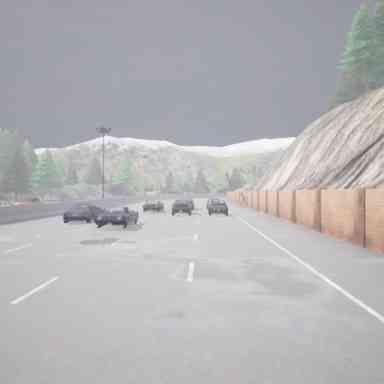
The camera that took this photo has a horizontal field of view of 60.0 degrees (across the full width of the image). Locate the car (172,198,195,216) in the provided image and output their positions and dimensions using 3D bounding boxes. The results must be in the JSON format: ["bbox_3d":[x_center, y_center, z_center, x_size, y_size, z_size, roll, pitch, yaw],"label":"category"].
[{"bbox_3d":[-0.970,1.503,33.034,1.837,1.490,4.892,0,0,1],"label":"car"}]

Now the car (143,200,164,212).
[{"bbox_3d":[-4.319,1.598,38.067,1.895,1.301,4.718,0,0,2],"label":"car"}]

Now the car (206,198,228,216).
[{"bbox_3d":[2.524,1.490,32.784,2.128,1.511,4.902,0,0,2],"label":"car"}]

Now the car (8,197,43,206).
[{"bbox_3d":[-18.456,1.413,37.052,2.097,1.767,4.553,0,0,2],"label":"car"}]

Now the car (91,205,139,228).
[{"bbox_3d":[-4.804,1.599,21.918,1.895,1.301,4.718,0,0,2],"label":"car"}]

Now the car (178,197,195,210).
[{"bbox_3d":[-0.659,1.475,43.474,1.882,1.535,5.008,0,0,2],"label":"car"}]

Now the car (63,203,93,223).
[{"bbox_3d":[-8.199,1.563,25.481,1.994,1.385,4.181,0,0,2],"label":"car"}]

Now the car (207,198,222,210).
[{"bbox_3d":[2.834,1.523,43.227,1.812,1.442,4.674,0,0,2],"label":"car"}]
